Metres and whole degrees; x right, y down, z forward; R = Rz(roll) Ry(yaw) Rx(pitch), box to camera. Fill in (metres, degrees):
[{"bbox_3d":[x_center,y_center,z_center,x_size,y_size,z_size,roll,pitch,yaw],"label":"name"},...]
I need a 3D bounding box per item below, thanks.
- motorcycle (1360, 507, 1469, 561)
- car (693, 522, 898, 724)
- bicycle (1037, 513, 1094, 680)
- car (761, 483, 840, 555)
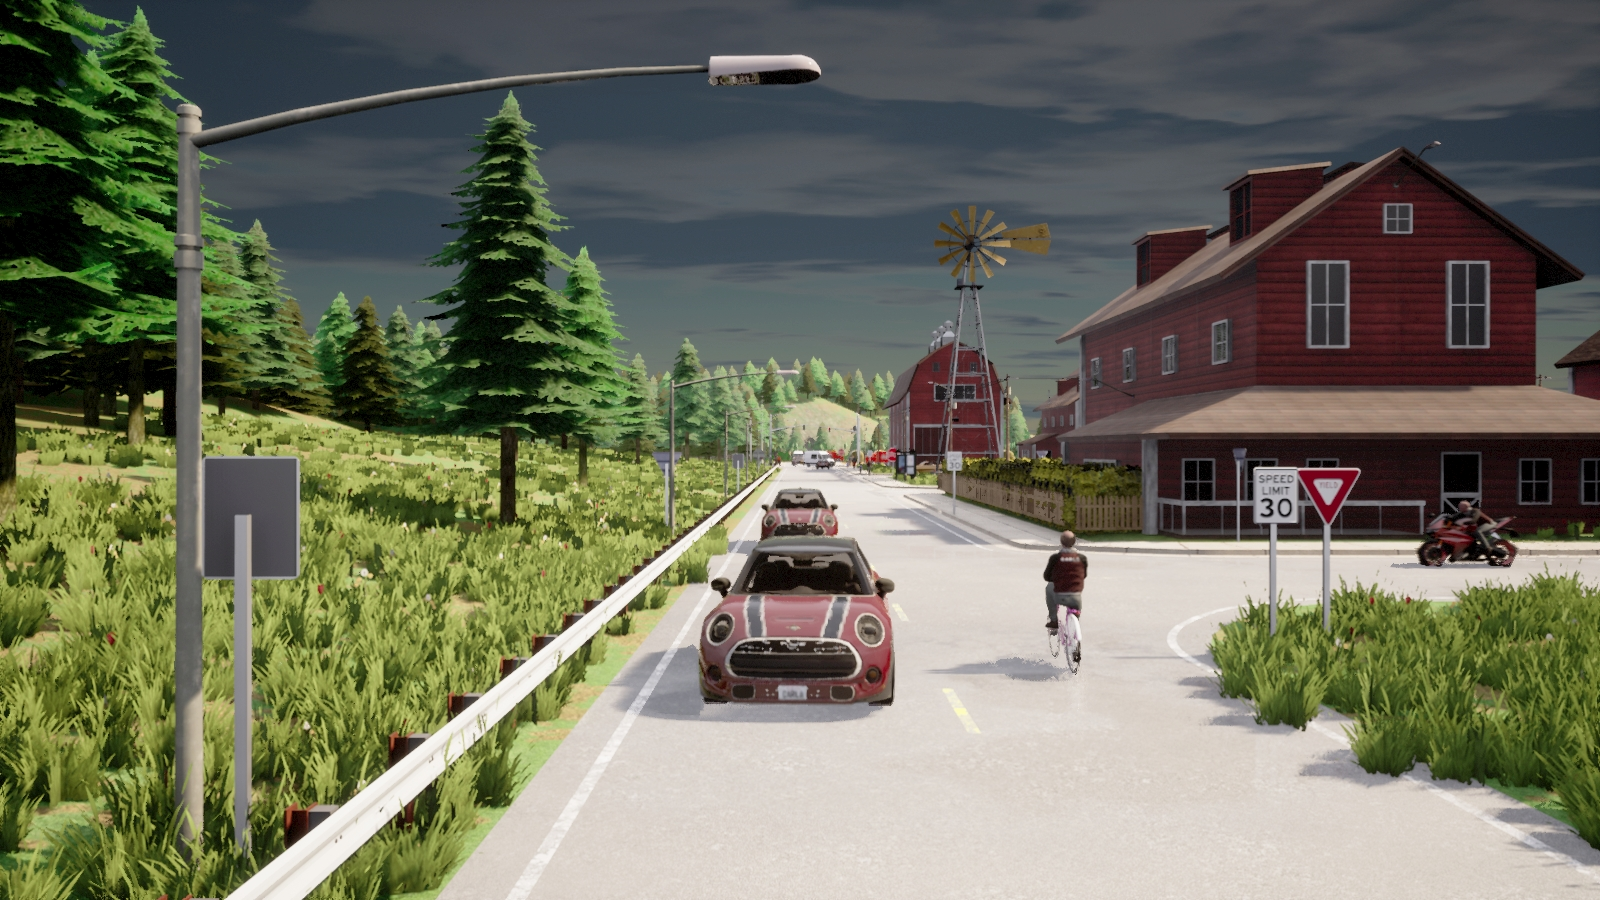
[{"bbox_3d":[15.043,2.054,27.997,2.209,1.251,0.867,0,0,0],"label":"motorcycle"},{"bbox_3d":[0.081,1.901,13.931,2.097,1.767,4.553,0,0,3],"label":"car"},{"bbox_3d":[3.416,1.830,14.787,0.329,1.919,1.835,0,0,1],"label":"bicycle"},{"bbox_3d":[0.026,1.893,32.459,2.097,1.767,4.553,0,0,0],"label":"car"}]
